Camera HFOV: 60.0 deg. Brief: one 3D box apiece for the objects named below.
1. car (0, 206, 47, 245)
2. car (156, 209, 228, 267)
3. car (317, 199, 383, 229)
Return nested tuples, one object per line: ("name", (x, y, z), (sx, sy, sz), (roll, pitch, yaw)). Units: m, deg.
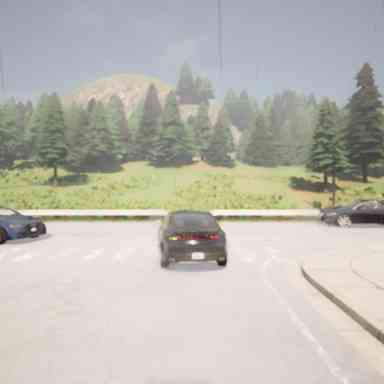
("car", (-8.265, 1.309, 13.893), (4.181, 1.385, 1.994), (0, 1, 16))
("car", (-0.112, 1.308, 10.670), (1.837, 1.490, 4.892), (0, 1, -6))
("car", (9.473, 1.156, 18.324), (4.902, 1.511, 2.128), (0, 1, 0))
